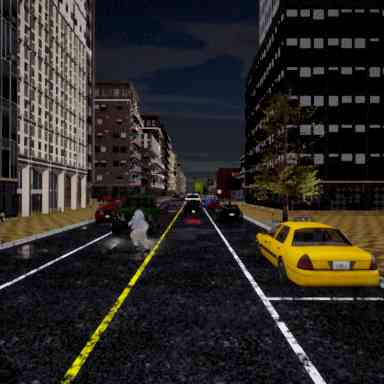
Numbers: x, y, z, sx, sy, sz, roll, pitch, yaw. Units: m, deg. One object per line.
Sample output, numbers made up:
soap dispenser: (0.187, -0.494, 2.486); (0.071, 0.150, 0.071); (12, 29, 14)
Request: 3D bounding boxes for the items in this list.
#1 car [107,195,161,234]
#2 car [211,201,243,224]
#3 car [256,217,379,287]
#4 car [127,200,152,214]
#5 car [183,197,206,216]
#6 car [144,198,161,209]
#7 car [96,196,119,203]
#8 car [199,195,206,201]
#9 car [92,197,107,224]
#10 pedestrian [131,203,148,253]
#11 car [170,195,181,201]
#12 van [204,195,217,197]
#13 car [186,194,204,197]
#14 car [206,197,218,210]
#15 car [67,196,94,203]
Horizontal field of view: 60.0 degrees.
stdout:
car: (-3.057, 1.225, 19.451); (2.150, 2.045, 5.566); (0, 0, 0)
car: (2.714, 1.574, 24.646); (1.947, 1.339, 4.313); (0, 0, 0)
car: (3.020, 1.457, 9.277); (1.801, 1.575, 5.366); (0, 0, 0)
car: (-5.609, 1.562, 36.068); (1.887, 1.381, 4.507); (0, 0, 0)
car: (0.149, 1.520, 33.144); (1.837, 1.490, 4.892); (0, 0, 0)
car: (-5.585, 1.594, 47.445); (1.947, 1.339, 4.313); (0, 0, 0)
car: (-17.319, 1.579, 68.256); (4.206, 1.307, 1.802); (0, 0, 0)
car: (2.891, 1.627, 92.359); (1.752, 1.417, 4.829); (0, 0, 0)
car: (-5.632, 1.323, 24.690); (2.192, 1.841, 5.009); (0, 0, 0)
pedestrian: (-1.945, 1.296, 12.287); (0.375, 1.860, 0.375); (0, 0, 0)
car: (-2.869, 1.223, 60.871); (1.812, 1.442, 4.674); (0, 0, 0)
van: (2.763, 1.370, 47.402); (1.690, 1.788, 3.998); (0, 0, 0)
car: (0.123, 1.247, 44.504); (2.150, 2.045, 5.566); (0, 0, 1)
car: (2.751, 1.605, 41.713); (1.802, 1.307, 4.206); (0, 0, 0)
car: (-22.811, 1.512, 68.255); (4.829, 1.417, 1.752); (0, 0, 0)
